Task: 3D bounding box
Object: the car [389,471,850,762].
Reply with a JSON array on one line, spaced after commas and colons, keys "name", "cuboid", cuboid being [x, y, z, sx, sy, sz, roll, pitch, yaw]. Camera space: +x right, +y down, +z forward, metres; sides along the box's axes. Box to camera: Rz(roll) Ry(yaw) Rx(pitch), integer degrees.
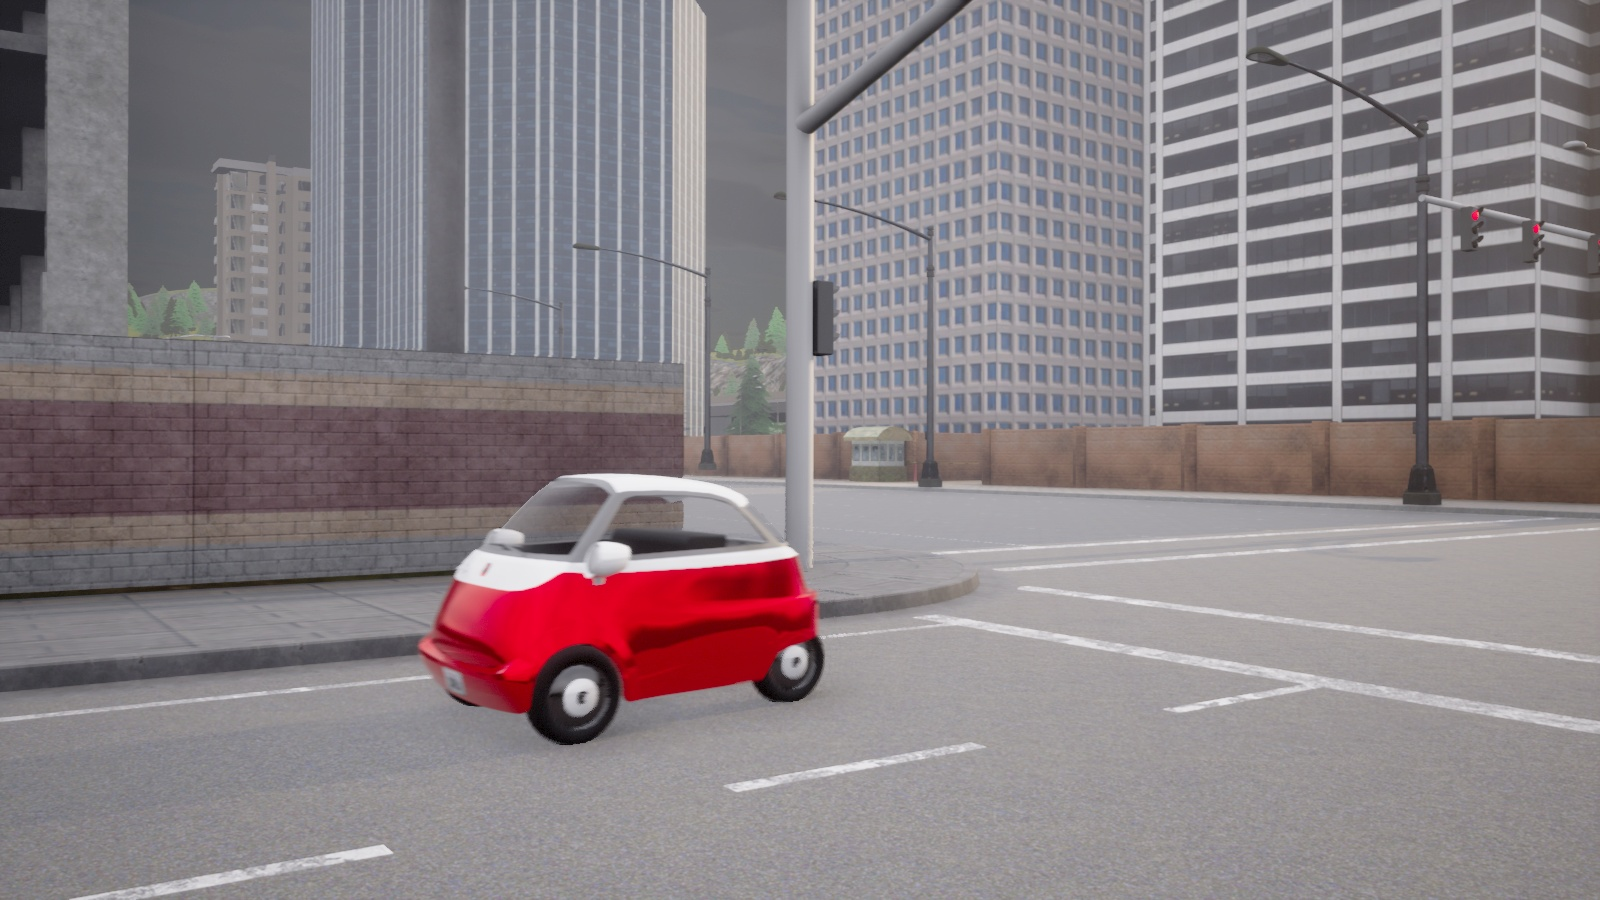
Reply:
[{"name": "car", "cuboid": [-1.036, 0.821, 7.298, 2.207, 1.376, 1.481, 0, 0, -37]}]
